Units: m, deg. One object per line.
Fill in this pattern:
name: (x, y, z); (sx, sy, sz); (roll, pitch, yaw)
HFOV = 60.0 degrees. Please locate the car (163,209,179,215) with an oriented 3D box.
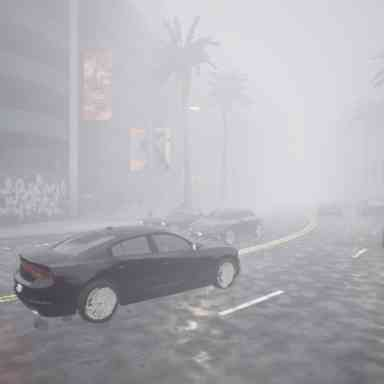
car: (-0.716, 1.587, 17.957); (1.895, 1.301, 4.718); (0, 0, 35)

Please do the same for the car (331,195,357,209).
car: (20.614, 1.544, 45.364); (1.994, 1.385, 4.181); (0, 0, 16)

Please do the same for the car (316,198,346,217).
car: (12.808, 1.549, 31.206); (1.994, 1.385, 4.181); (0, 0, 17)

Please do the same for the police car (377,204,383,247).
police car: (9.411, 1.421, 14.350); (1.930, 1.638, 5.238); (0, 0, 33)

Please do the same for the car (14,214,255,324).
car: (-1.047, 1.472, 7.261); (5.008, 1.535, 1.882); (0, 0, -40)

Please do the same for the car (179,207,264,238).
car: (1.748, 1.495, 15.633); (1.837, 1.490, 4.892); (1, 0, 36)

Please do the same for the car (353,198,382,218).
car: (16.002, 1.514, 29.678); (1.812, 1.442, 4.674); (0, 0, 18)

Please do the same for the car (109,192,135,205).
car: (-10.836, 0.982, 51.444); (2.435, 2.045, 5.566); (0, 0, 16)

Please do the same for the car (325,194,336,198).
car: (32.877, 1.318, 77.300); (2.185, 1.767, 4.553); (0, 0, 16)
